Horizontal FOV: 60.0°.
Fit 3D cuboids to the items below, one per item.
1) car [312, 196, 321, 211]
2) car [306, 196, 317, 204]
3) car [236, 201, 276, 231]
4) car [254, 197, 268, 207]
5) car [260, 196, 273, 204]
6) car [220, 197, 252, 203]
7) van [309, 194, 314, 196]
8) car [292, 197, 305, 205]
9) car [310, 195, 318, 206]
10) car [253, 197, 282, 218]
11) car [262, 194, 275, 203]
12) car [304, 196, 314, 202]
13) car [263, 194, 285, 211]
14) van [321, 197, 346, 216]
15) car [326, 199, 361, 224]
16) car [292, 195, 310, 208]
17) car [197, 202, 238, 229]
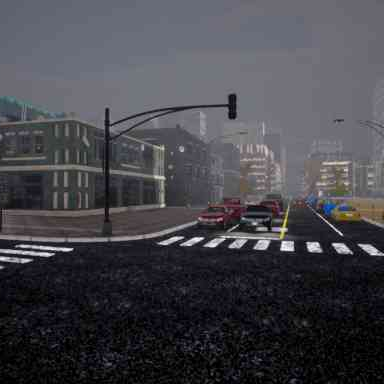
[{"bbox_3d":[16.029,1.557,40.394,2.008,1.369,4.403,0,0,17],"label":"car"},{"bbox_3d":[24.091,1.536,67.130,1.752,1.417,4.829,0,0,17],"label":"car"},{"bbox_3d":[4.163,1.528,21.080,1.812,1.442,4.674,0,0,15],"label":"car"},{"bbox_3d":[11.161,1.533,53.278,1.752,1.417,4.829,0,0,17],"label":"car"},{"bbox_3d":[14.415,1.560,64.070,2.008,1.369,4.403,0,0,17],"label":"car"},{"bbox_3d":[3.199,1.318,26.866,2.192,1.841,5.009,0,0,17],"label":"car"},{"bbox_3d":[22.441,1.351,61.653,1.690,1.788,3.998,0,0,17],"label":"van"},{"bbox_3d":[18.883,1.557,59.186,2.033,1.411,5.357,0,0,17],"label":"car"},{"bbox_3d":[19.235,1.574,51.024,1.947,1.339,4.313,0,0,17],"label":"car"},{"bbox_3d":[7.055,1.481,30.689,1.882,1.535,5.008,0,0,17],"label":"car"},{"bbox_3d":[16.018,1.326,69.384,2.192,1.841,5.009,0,0,17],"label":"car"},{"bbox_3d":[27.246,1.580,77.598,1.947,1.339,4.313,0,0,17],"label":"car"},{"bbox_3d":[10.111,1.227,40.731,2.150,2.045,5.566,0,0,18],"label":"car"},{"bbox_3d":[12.826,1.345,29.765,1.690,1.788,3.998,0,0,17],"label":"van"},{"bbox_3d":[11.271,1.529,24.613,1.752,1.417,4.829,0,0,17],"label":"car"},{"bbox_3d":[16.102,1.571,49.619,1.994,1.385,4.181,0,0,17],"label":"car"},{"bbox_3d":[1.596,1.584,21.552,1.802,1.307,4.206,0,0,17],"label":"car"}]
